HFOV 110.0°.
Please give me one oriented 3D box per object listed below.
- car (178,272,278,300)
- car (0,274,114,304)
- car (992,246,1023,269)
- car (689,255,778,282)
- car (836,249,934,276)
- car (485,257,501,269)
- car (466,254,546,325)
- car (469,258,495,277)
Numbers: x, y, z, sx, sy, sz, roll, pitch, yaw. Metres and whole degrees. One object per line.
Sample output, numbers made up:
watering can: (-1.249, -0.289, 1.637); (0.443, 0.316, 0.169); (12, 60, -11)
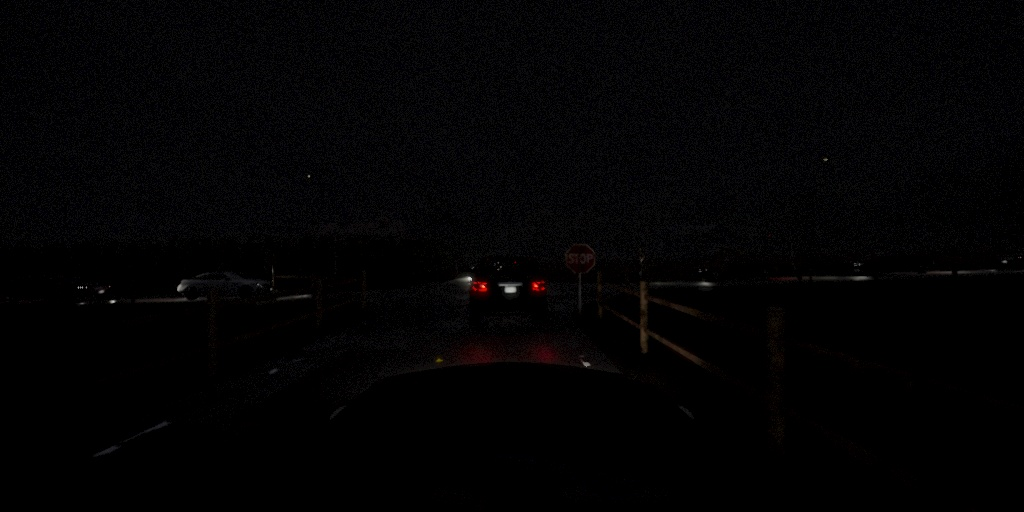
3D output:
car: (-15.386, 1.568, 19.492); (4.674, 1.442, 1.812); (-1, -2, 0)
car: (-24.715, 1.734, 19.495); (4.902, 1.511, 2.128); (-1, -2, 0)
car: (33.287, 0.014, 22.463); (4.902, 1.511, 2.128); (-2, -2, 0)
car: (13.740, 0.752, 22.434); (5.008, 1.535, 1.882); (-2, -2, -1)
car: (23.218, 0.391, 22.464); (5.008, 1.535, 1.882); (-2, -2, 0)
car: (-2.818, 1.003, 54.222); (2.097, 1.767, 4.553); (0, 0, 0)
car: (-0.321, 0.961, 11.940); (2.150, 2.045, 5.566); (0, 0, -6)
car: (-2.845, 1.045, 34.962); (2.097, 1.767, 4.553); (0, 0, 0)
